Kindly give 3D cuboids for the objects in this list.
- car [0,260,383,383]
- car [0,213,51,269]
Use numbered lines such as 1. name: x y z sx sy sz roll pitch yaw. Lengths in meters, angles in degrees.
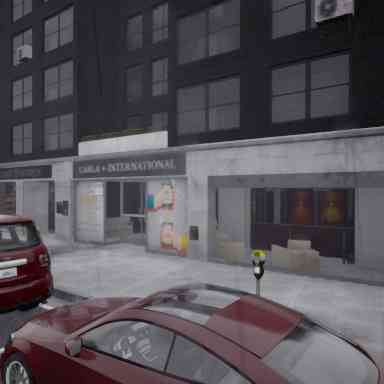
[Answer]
1. car: -0.128 1.582 3.163 4.206 1.307 1.802 0 0 35
2. car: -4.743 1.314 6.440 5.009 1.841 2.192 0 0 35
